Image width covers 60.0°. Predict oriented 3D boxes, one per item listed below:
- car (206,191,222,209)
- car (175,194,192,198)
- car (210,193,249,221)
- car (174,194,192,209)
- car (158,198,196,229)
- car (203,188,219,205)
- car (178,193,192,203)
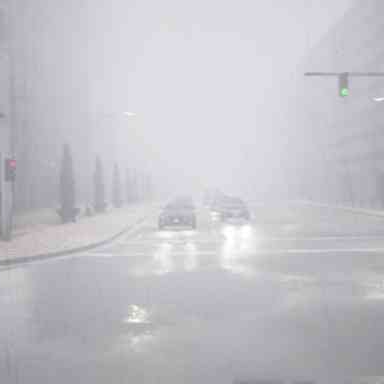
[{"bbox_3d":[2.603,0.952,31.912,1.837,1.490,4.892,-1,1,0],"label":"car"},{"bbox_3d":[-0.874,1.136,27.432,1.994,1.385,4.181,-1,1,-1],"label":"car"},{"bbox_3d":[2.662,1.078,22.663,2.128,1.511,4.902,-1,1,0],"label":"car"},{"bbox_3d":[-0.944,0.961,36.466,1.812,1.442,4.674,-1,1,0],"label":"car"},{"bbox_3d":[-0.814,1.263,19.024,1.994,1.385,4.181,-1,1,0],"label":"car"},{"bbox_3d":[2.532,0.512,42.230,2.150,2.045,5.566,-1,1,0],"label":"car"},{"bbox_3d":[-0.980,0.865,47.704,1.895,1.301,4.718,-1,1,0],"label":"car"}]
